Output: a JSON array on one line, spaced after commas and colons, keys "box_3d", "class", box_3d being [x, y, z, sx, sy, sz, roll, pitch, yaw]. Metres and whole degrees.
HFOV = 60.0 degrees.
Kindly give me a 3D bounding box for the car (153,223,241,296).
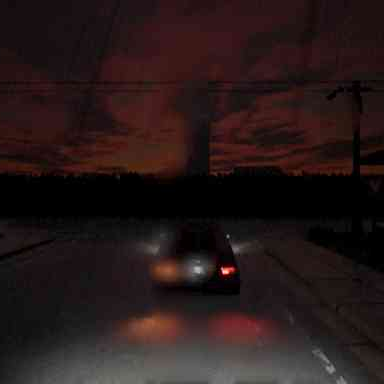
[{"box_3d": [0.098, 1.526, 8.781, 2.033, 1.411, 5.357, 0, 0, 0], "class": "car"}]
